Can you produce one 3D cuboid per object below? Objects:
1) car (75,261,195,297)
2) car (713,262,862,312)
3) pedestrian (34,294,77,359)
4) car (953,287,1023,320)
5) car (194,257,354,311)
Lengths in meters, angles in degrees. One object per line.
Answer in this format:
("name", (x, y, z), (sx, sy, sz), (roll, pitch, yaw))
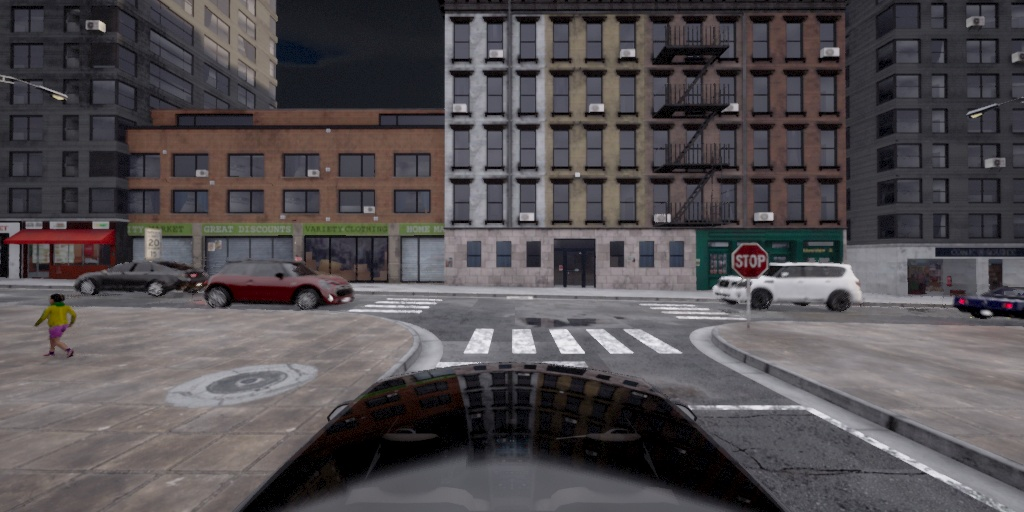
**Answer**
("car", (-16.362, 0.979, 15.984), (4.892, 1.490, 1.837), (1, 0, 0))
("car", (12.045, 1.280, 15.868), (5.566, 2.045, 2.150), (1, 0, 0))
("pedestrian", (-7.728, 1.169, 6.120), (0.500, 1.100, 0.500), (0, 0, 0))
("car", (19.284, 1.812, 12.885), (4.718, 1.301, 1.895), (1, 0, 0))
("car", (-8.230, 0.952, 13.001), (4.553, 1.767, 2.097), (1, 0, 0))
